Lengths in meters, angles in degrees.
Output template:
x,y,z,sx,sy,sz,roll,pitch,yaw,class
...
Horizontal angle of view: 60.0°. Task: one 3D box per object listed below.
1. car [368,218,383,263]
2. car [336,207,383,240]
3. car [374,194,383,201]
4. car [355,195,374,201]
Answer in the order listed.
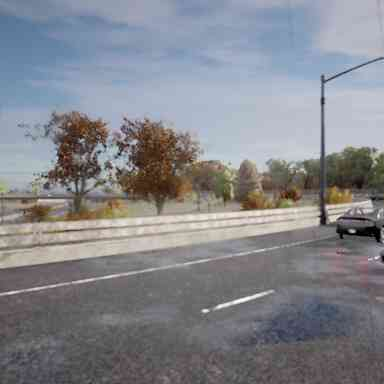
x,y,z,sx,sy,sz,roll,pitch,yaw,class
7.631,1.542,10.253,5.357,1.411,2.033,0,0,-42,car
8.680,1.486,16.077,4.902,1.511,2.128,0,0,-44,car
42.953,1.188,76.571,2.097,1.767,4.553,0,0,6,car
39.490,1.363,77.084,2.128,1.511,4.902,0,0,6,car
